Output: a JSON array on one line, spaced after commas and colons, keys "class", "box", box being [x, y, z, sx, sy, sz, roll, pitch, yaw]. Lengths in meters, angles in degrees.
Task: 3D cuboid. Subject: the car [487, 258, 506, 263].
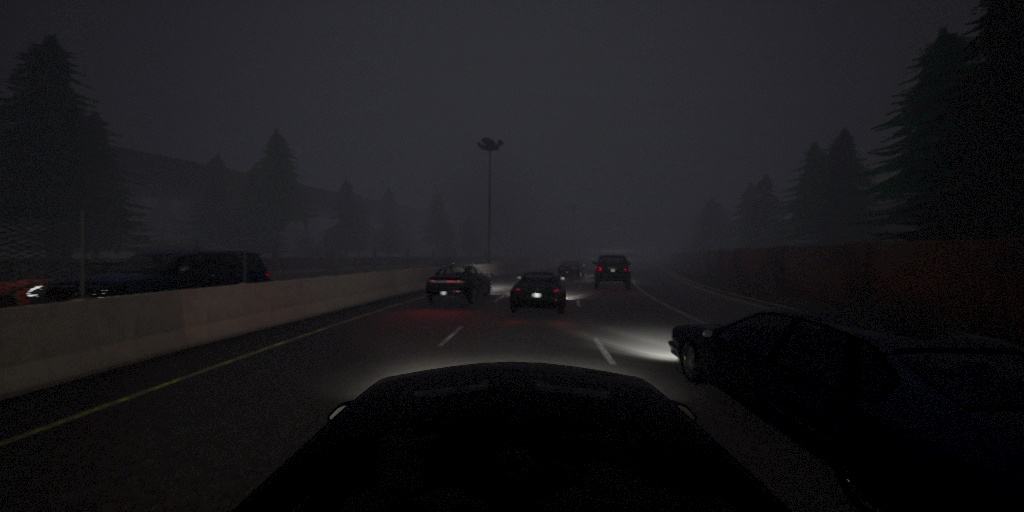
[{"class": "car", "box": [-2.378, 0.968, 52.099, 1.882, 1.535, 5.008, 1, 0, 20]}]

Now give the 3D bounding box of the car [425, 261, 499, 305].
[{"class": "car", "box": [-2.184, 1.155, 15.647, 2.128, 1.511, 4.902, 1, 0, 8]}]

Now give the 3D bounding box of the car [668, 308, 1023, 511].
[{"class": "car", "box": [3.650, 1.320, 4.014, 2.033, 1.411, 5.357, 1, 0, 2]}]

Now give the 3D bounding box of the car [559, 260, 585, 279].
[{"class": "car", "box": [5.189, 1.137, 31.102, 1.882, 1.535, 5.008, 1, 0, 18]}]

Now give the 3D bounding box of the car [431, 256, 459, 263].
[{"class": "car", "box": [-8.490, 0.816, 45.538, 2.097, 1.767, 4.553, 1, 0, 20]}]

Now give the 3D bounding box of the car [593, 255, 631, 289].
[{"class": "car", "box": [6.515, 0.929, 23.450, 2.150, 2.045, 5.566, 1, 0, 14]}]

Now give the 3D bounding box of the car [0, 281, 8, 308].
[{"class": "car", "box": [-13.437, 0.930, 11.684, 2.097, 1.767, 4.553, 1, 0, 7]}]

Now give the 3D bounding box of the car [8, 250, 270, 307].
[{"class": "car", "box": [-10.062, 0.835, 10.816, 2.150, 2.045, 5.566, 0, 0, 6]}]

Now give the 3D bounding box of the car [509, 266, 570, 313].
[{"class": "car", "box": [1.089, 1.266, 13.908, 1.994, 1.385, 4.181, 1, 0, 8]}]

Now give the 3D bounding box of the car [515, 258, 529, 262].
[{"class": "car", "box": [1.477, 1.050, 52.439, 1.812, 1.442, 4.674, 1, 0, 20]}]
